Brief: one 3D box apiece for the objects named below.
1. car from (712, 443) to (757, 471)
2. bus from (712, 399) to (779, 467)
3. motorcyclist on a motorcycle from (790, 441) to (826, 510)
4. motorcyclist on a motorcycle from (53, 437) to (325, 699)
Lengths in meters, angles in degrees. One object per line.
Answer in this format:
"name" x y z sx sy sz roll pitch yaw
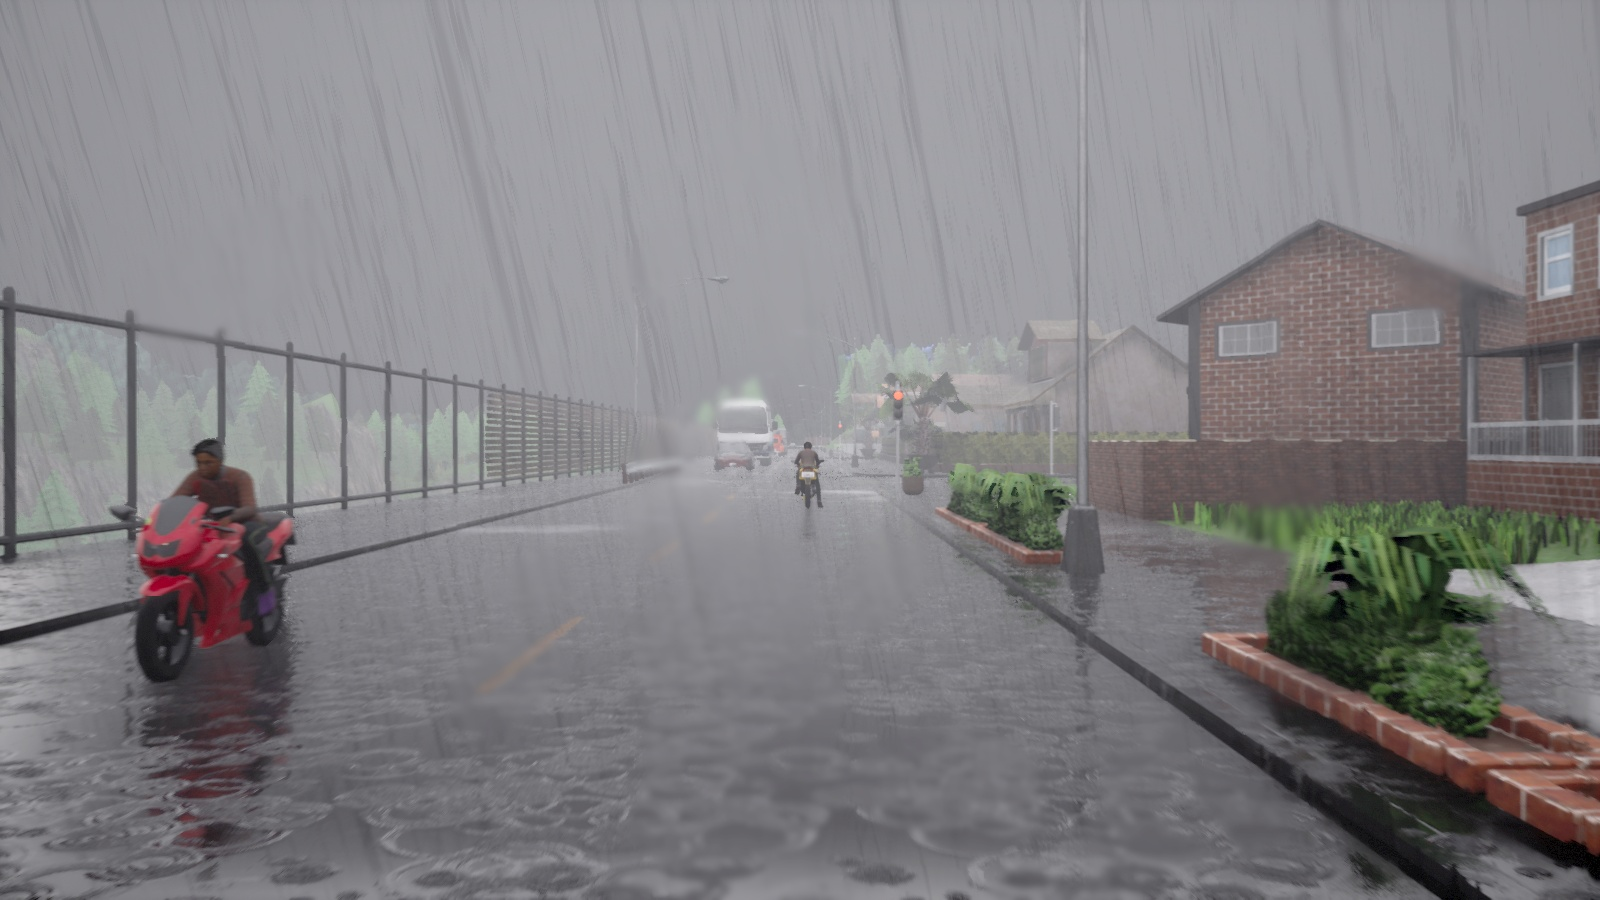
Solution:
"car" -3.587 0.352 69.512 2.163 1.488 4.792 0 0 0
"bus" -3.501 -1.103 83.511 3.944 4.253 10.273 0 0 0
"motorcyclist on a motorcycle" 0.180 0.566 28.920 0.797 1.523 2.044 0 0 0
"motorcyclist on a motorcycle" -3.937 0.678 8.326 0.797 1.523 2.044 0 0 0
